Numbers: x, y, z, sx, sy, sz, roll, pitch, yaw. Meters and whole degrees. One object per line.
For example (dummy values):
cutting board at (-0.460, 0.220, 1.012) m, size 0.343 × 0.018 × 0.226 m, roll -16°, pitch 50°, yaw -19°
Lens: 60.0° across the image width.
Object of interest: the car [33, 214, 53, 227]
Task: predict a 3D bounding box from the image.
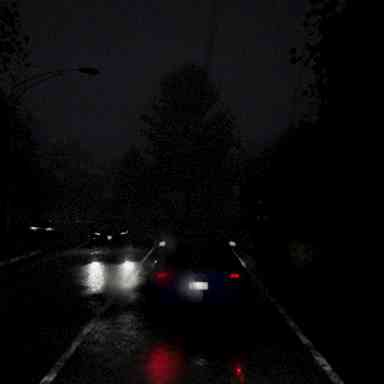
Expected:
car at (-17.650, 3.325, 39.327) m, size 1.882 × 1.535 × 5.008 m, roll 1°, pitch -4°, yaw -26°

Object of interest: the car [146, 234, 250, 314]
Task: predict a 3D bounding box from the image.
car at (0.131, 1.666, 7.859) m, size 1.994 × 1.385 × 4.181 m, roll 0°, pitch -1°, yaw 1°

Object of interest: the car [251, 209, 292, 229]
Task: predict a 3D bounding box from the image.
car at (8.533, 2.813, 35.476) m, size 2.150 × 2.045 × 5.566 m, roll -4°, pitch -5°, yaw 43°

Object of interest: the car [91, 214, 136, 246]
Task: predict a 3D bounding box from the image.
car at (-4.130, 1.972, 17.743) m, size 1.837 × 1.490 × 4.892 m, roll 1°, pitch -3°, yaw -8°

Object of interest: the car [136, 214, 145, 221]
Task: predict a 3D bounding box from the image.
car at (-11.138, 4.732, 61.500) m, size 4.718 × 1.301 × 1.895 m, roll 2°, pitch -4°, yaw -25°
